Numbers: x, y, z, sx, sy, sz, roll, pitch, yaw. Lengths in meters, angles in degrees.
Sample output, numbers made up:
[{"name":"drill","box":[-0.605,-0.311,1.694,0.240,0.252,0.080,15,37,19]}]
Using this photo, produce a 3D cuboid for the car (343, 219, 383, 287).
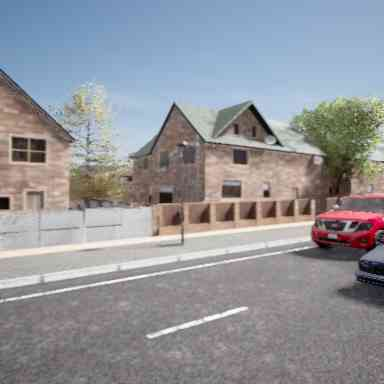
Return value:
[{"name":"car","box":[6.148,1.431,8.004,5.357,1.411,2.033,-1,1,-35]}]

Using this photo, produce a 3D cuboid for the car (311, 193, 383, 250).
[{"name":"car","box":[6.876,1.064,12.457,5.566,2.045,2.150,-1,1,-35]}]
